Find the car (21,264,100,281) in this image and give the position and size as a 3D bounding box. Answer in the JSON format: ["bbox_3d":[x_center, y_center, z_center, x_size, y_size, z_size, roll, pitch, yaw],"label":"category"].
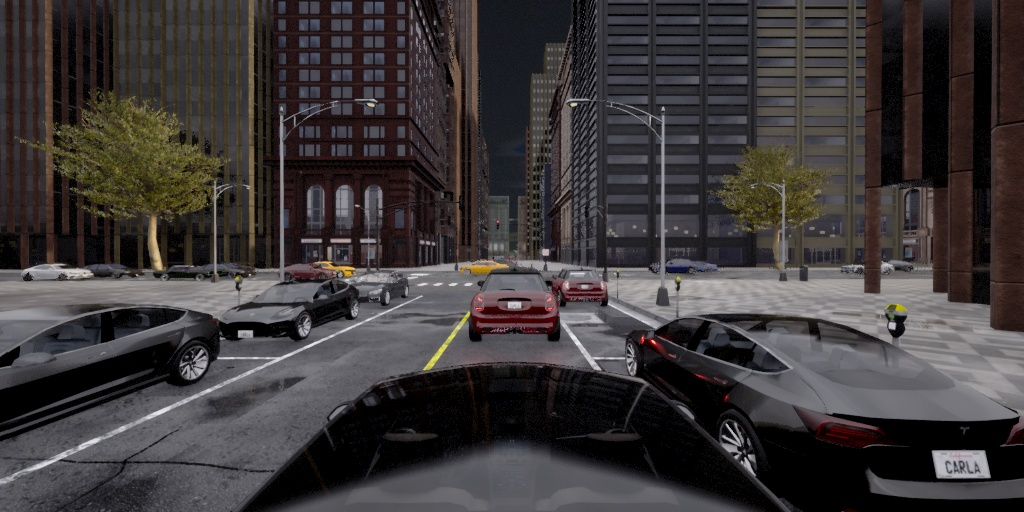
[{"bbox_3d":[-38.530,1.404,30.407,4.674,1.442,1.812,0,0,0],"label":"car"}]

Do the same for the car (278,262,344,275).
[{"bbox_3d":[-17.233,1.344,30.415,4.674,1.442,1.812,0,0,-2],"label":"car"}]

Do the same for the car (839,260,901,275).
[{"bbox_3d":[36.752,1.186,37.156,4.674,1.442,1.812,0,0,0],"label":"car"}]

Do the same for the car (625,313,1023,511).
[{"bbox_3d":[2.765,1.316,4.281,1.948,1.339,4.313,0,0,0],"label":"car"}]

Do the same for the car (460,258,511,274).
[{"bbox_3d":[-2.873,1.241,37.134,5.008,1.535,1.882,0,0,0],"label":"car"}]

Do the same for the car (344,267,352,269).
[{"bbox_3d":[-17.306,1.281,33.661,5.008,1.535,1.882,0,0,1],"label":"car"}]

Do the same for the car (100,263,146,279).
[{"bbox_3d":[-37.883,1.408,33.646,5.357,1.411,2.033,0,0,-1],"label":"car"}]

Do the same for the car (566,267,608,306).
[{"bbox_3d":[2.778,1.190,15.553,1.967,1.591,4.097,0,0,0],"label":"car"}]

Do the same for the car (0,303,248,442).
[{"bbox_3d":[-5.760,1.316,4.288,1.948,1.339,4.313,0,0,0],"label":"car"}]

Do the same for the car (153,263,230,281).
[{"bbox_3d":[-27.259,1.447,30.405,4.718,1.301,1.895,0,0,0],"label":"car"}]

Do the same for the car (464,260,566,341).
[{"bbox_3d":[0.077,1.102,10.017,2.097,1.767,4.553,0,0,1],"label":"car"}]

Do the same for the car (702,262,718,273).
[{"bbox_3d":[20.209,1.227,40.403,5.357,1.411,2.033,0,0,0],"label":"car"}]

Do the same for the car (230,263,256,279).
[{"bbox_3d":[-27.249,1.378,33.657,5.357,1.411,2.033,0,0,0],"label":"car"}]

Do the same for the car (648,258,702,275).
[{"bbox_3d":[16.560,1.055,37.147,4.553,1.767,2.097,0,0,0],"label":"car"}]

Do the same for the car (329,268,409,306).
[{"bbox_3d":[-5.747,1.301,15.562,2.007,1.370,4.403,0,0,0],"label":"car"}]

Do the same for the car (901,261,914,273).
[{"bbox_3d":[42.340,1.160,40.390,4.674,1.442,1.812,0,0,0],"label":"car"}]

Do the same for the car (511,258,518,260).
[{"bbox_3d":[-1.680,1.265,40.384,4.892,1.490,1.837,0,0,0],"label":"car"}]

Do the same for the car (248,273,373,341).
[{"bbox_3d":[-5.754,1.316,9.925,1.948,1.339,4.313,0,0,0],"label":"car"}]
